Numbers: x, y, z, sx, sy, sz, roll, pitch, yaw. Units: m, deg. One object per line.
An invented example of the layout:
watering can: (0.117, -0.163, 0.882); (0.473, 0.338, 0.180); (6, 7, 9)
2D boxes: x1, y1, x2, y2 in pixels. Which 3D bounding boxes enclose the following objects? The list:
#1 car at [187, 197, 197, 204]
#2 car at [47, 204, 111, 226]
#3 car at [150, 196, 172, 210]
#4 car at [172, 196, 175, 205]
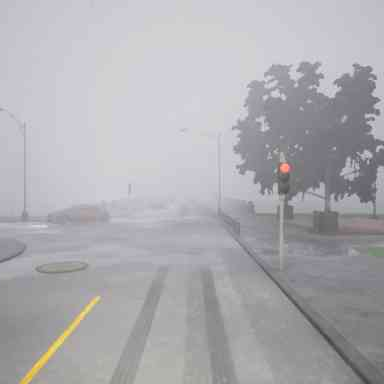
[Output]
car: (0.016, 1.543, 61.723); (2.033, 1.411, 5.357); (0, 0, 0)
car: (-7.885, 1.562, 23.425); (4.181, 1.385, 1.994); (0, 1, -31)
car: (-4.087, 1.544, 42.247); (2.033, 1.411, 5.357); (0, 0, 0)
car: (-4.064, 1.486, 58.572); (2.128, 1.511, 4.902); (0, 0, 0)
